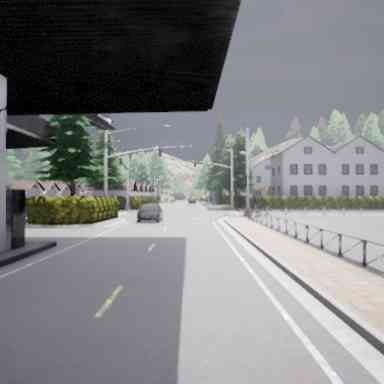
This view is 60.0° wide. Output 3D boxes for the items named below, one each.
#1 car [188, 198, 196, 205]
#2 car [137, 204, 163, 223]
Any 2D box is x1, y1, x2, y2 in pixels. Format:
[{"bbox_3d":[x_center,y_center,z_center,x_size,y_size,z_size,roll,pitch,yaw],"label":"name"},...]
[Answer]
[{"bbox_3d":[0.021,2.207,77.213,1.837,1.490,4.892,0,-1,0],"label":"car"},{"bbox_3d":[-3.498,1.779,28.328,1.837,1.490,4.892,0,-1,0],"label":"car"}]
